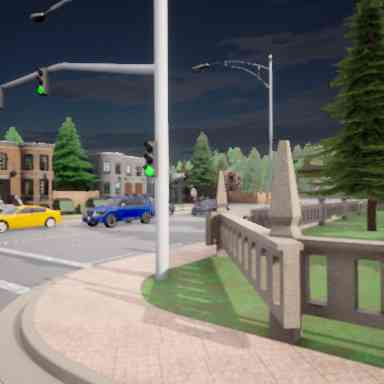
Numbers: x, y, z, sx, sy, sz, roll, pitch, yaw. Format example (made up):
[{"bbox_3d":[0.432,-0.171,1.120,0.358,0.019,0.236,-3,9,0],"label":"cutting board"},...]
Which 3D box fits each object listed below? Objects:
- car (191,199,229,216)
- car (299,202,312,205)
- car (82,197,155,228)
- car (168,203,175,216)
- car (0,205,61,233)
[{"bbox_3d":[1.835,1.493,33.363,2.097,1.767,4.553,-1,-1,36],"label":"car"},{"bbox_3d":[12.043,1.687,35.565,1.895,1.301,4.718,-1,0,35],"label":"car"},{"bbox_3d":[-5.073,1.360,23.742,2.150,2.045,5.566,-1,0,35],"label":"car"},{"bbox_3d":[-3.599,1.656,31.808,2.128,1.511,4.902,-1,0,36],"label":"car"},{"bbox_3d":[-10.977,1.644,21.465,1.882,1.535,5.008,-1,0,35],"label":"car"}]
